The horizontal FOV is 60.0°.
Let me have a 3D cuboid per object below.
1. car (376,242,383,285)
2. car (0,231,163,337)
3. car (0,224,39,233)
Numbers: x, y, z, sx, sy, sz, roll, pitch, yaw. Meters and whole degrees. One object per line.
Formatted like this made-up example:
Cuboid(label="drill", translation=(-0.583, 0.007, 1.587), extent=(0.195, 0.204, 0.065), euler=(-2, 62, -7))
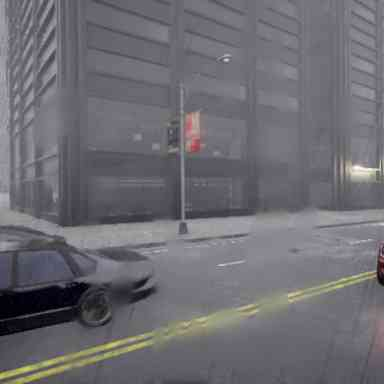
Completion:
Cuboid(label="car", translation=(6.502, 1.348, 8.083), extent=(4.553, 1.767, 2.097), euler=(0, 0, -36))
Cuboid(label="car", translation=(-3.142, 1.547, 5.438), extent=(5.357, 1.411, 2.033), euler=(0, 0, -36))
Cuboid(label="car", translation=(-5.317, 1.525, 7.878), extent=(4.674, 1.442, 1.812), euler=(0, 0, -35))
